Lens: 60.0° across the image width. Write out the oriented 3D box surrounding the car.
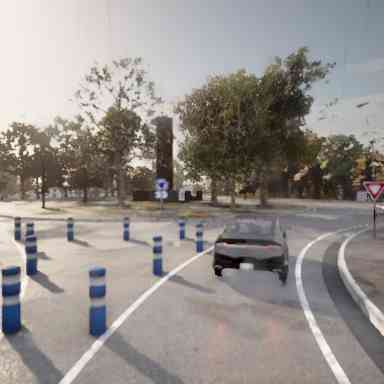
[{"bbox_3d":[1.855,1.425,9.787,2.128,1.511,4.902,0,1,15],"label":"car"}]
